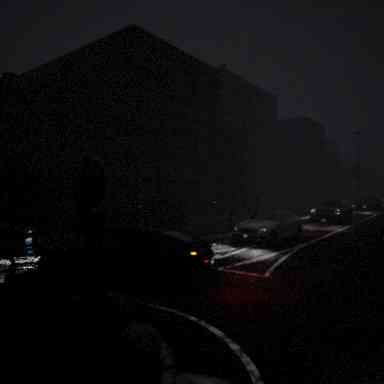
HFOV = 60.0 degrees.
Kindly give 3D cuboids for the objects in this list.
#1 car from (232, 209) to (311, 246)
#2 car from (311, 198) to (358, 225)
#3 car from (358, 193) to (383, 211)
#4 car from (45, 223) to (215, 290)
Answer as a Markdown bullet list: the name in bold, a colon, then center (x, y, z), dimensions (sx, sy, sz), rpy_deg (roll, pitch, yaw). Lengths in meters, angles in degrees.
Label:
- **car**: center (3.757, 1.557, 15.867), dimensions (1.812, 1.442, 4.674), rpy_deg (-1, 0, 40)
- **car**: center (10.092, 1.283, 23.914), dimensions (2.097, 1.767, 4.553), rpy_deg (-1, 0, 37)
- **car**: center (18.822, 1.149, 35.422), dimensions (2.128, 1.511, 4.902), rpy_deg (-1, 1, 37)
- **car**: center (-1.734, 1.581, 8.852), dimensions (4.674, 1.442, 1.812), rpy_deg (-1, -1, 12)
